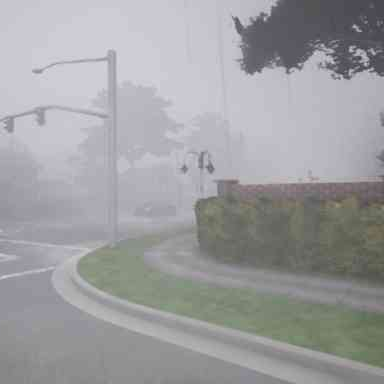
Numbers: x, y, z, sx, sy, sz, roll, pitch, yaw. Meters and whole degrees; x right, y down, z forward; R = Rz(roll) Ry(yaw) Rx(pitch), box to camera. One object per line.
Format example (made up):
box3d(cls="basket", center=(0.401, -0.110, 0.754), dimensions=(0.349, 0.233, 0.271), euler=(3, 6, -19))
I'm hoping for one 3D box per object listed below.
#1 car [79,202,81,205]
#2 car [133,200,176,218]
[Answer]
box3d(cls="car", center=(-16.256, 1.537, 43.642), dimensions=(3.806, 1.475, 1.970), euler=(-1, 0, 36))
box3d(cls="car", center=(-3.598, 1.561, 32.444), dimensions=(2.097, 1.767, 4.553), euler=(-1, 0, 35))
